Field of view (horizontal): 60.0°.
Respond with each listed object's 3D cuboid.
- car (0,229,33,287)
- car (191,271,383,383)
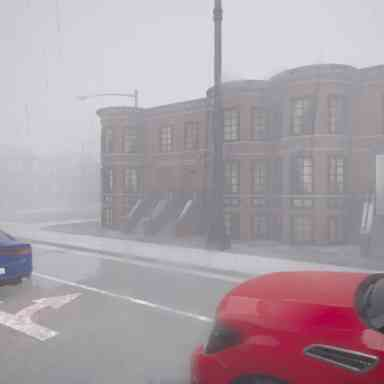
[{"bbox_3d":[-5.949,1.477,8.236,5.008,1.535,1.882,0,0,36],"label":"car"},{"bbox_3d":[2.646,1.223,2.105,5.566,2.045,2.150,0,0,36],"label":"car"}]
